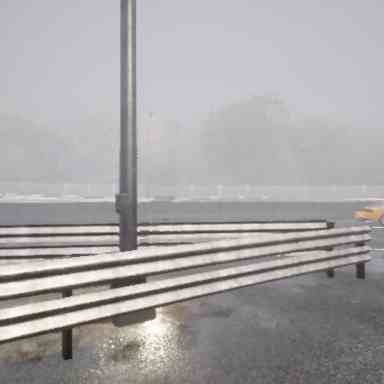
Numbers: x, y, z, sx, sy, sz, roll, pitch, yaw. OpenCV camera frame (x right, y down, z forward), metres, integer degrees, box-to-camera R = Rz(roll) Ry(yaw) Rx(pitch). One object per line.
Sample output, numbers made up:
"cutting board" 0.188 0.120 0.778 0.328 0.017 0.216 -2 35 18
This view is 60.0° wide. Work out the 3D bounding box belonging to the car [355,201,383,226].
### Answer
"car" 13.658 1.401 22.487 5.008 1.535 1.882 0 0 -9
